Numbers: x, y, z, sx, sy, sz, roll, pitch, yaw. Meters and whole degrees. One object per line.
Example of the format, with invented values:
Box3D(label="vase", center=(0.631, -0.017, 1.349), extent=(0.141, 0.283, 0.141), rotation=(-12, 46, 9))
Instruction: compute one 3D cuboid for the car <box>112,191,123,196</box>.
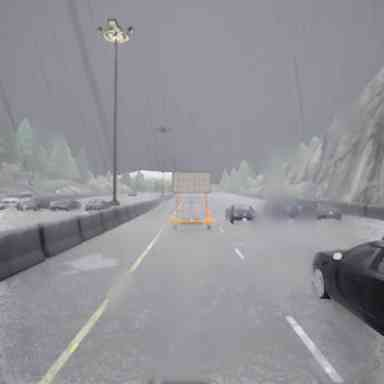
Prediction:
Box3D(label="car", center=(-17.495, 0.525, 78.080), extent=(1.882, 1.535, 5.008), rotation=(0, 1, 0))

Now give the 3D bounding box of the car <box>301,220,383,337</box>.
Box3D(label="car", center=(3.600, 1.496, 5.432), extent=(1.882, 1.535, 5.008), rotation=(0, 0, 0))

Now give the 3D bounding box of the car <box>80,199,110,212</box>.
Box3D(label="car", center=(-10.591, 1.471, 37.430), extent=(1.994, 1.385, 4.181), rotation=(0, 1, 0))

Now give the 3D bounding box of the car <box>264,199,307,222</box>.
Box3D(label="car", center=(7.102, 1.341, 26.381), extent=(2.097, 1.767, 4.553), rotation=(0, 0, 0))

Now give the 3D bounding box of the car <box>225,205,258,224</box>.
Box3D(label="car", center=(3.601, 1.597, 25.028), extent=(1.895, 1.301, 4.718), rotation=(0, 0, 0))

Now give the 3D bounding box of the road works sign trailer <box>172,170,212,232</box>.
Box3D(label="road works sign trailer", center=(-0.009, 0.477, 20.369), extent=(2.380, 3.560, 2.880), rotation=(0, 0, 0))

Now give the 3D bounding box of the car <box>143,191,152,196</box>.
Box3D(label="car", center=(-10.495, 0.571, 78.080), extent=(1.812, 1.442, 4.674), rotation=(0, 1, 0))

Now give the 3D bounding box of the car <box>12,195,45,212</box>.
Box3D(label="car", center=(-17.590, 1.399, 37.438), extent=(2.128, 1.511, 4.902), rotation=(0, 1, 0))

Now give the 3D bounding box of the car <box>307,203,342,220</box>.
Box3D(label="car", center=(10.601, 1.547, 27.382), extent=(1.994, 1.385, 4.181), rotation=(0, 0, 0))

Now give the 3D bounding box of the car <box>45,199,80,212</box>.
Box3D(label="car", center=(-14.095, 1.455, 37.380), extent=(2.033, 1.411, 5.357), rotation=(0, 1, 0))

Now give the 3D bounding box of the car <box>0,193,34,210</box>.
Box3D(label="car", center=(-21.088, 1.100, 40.464), extent=(2.150, 2.045, 5.566), rotation=(0, 1, 0))
